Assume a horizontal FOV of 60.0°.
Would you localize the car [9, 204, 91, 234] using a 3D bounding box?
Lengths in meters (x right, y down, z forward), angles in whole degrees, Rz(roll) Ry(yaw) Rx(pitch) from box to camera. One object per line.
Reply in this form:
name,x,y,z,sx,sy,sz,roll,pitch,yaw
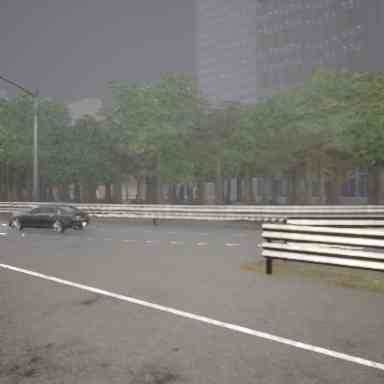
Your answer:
car,-8.157,1.482,18.989,4.892,1.490,1.837,0,0,20
